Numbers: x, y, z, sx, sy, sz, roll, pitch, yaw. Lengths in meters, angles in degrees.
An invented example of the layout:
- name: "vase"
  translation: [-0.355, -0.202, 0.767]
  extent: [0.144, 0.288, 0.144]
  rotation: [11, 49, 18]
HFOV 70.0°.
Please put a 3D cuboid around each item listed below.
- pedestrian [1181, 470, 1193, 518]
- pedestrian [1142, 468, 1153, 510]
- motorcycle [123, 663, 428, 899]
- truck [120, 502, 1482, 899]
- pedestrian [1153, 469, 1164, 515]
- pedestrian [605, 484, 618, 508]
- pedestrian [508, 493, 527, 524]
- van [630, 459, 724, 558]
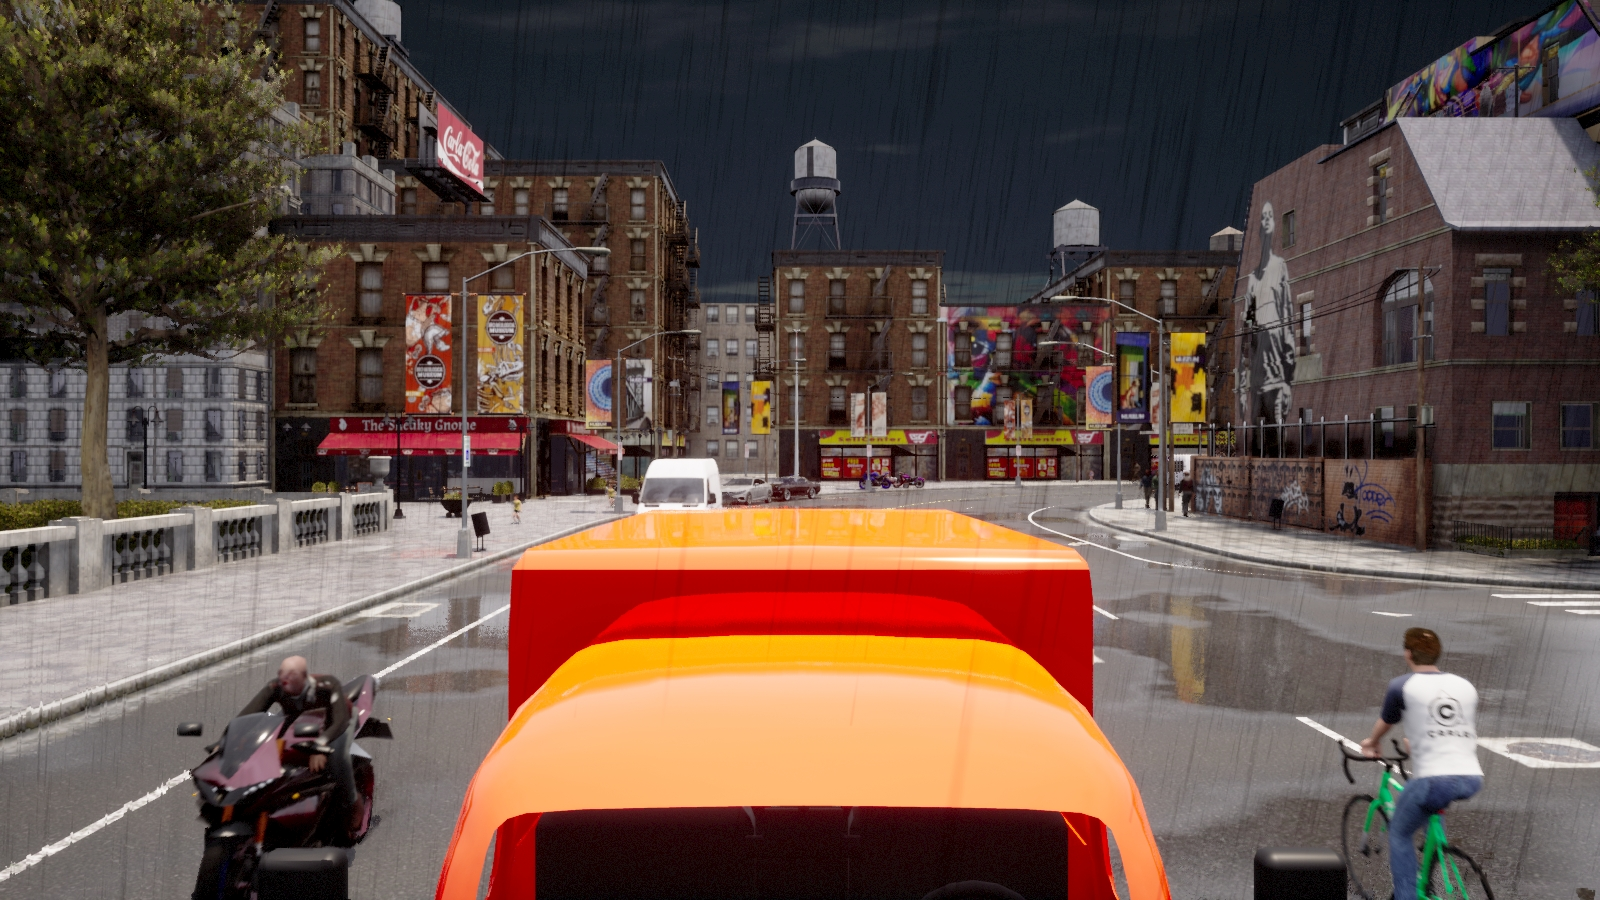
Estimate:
- name: "pedestrian"
  translation: [15.179, 1.714, 44.847]
  extent: [0.375, 1.860, 0.375]
  rotation: [0, 0, 4]
- name: "pedestrian"
  translation: [15.430, 1.716, 50.740]
  extent: [0.375, 1.860, 0.375]
  rotation: [0, 0, 29]
- name: "motorcycle"
  translation: [-3.236, 2.209, 7.364]
  extent: [0.867, 1.251, 2.209]
  rotation: [0, 0, 3]
- name: "truck"
  translation: [-0.002, 1.571, 4.805]
  extent: [2.627, 2.467, 5.204]
  rotation: [0, 0, 0]
- name: "pedestrian"
  translation: [14.715, 1.714, 46.895]
  extent: [0.375, 1.860, 0.375]
  rotation: [0, 0, 7]
- name: "pedestrian"
  translation: [-8.642, 2.096, 52.365]
  extent: [0.500, 1.100, 0.500]
  rotation: [0, 0, -1]
- name: "pedestrian"
  translation: [-10.126, 2.092, 40.954]
  extent: [0.500, 1.100, 0.500]
  rotation: [0, 0, 14]
- name: "van"
  translation: [-3.415, 1.547, 32.914]
  extent: [1.988, 2.561, 5.915]
  rotation: [0, 0, 1]
